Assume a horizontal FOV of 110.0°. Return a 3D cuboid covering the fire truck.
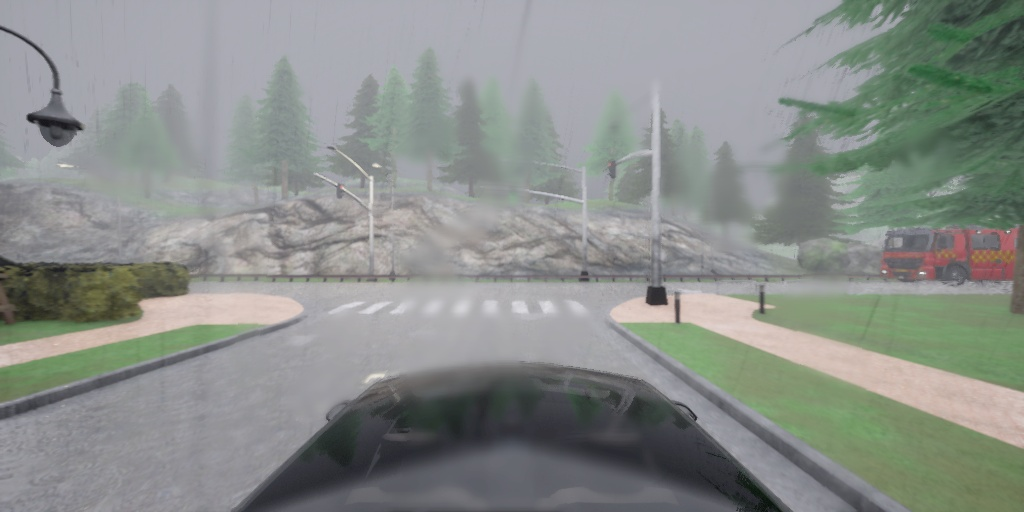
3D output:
[{"bbox_3d":[28.114,-0.145,21.972,8.468,3.827,2.891,0,0,0],"label":"fire truck"}]
